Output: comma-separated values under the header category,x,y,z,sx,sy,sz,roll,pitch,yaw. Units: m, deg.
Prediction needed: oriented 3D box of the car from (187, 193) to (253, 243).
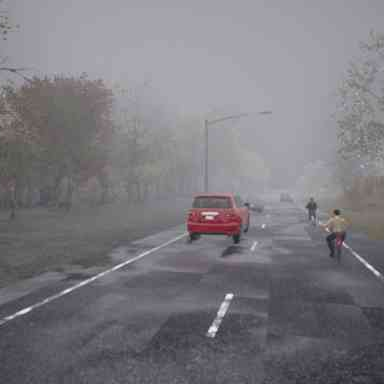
category,x,y,z,sx,sy,sz,roll,pitch,yaw
car,1.392,1.072,15.575,2.150,2.045,5.566,0,1,15

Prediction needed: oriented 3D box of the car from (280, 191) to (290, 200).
category,x,y,z,sx,sy,sz,roll,pitch,yaw
car,19.952,0.684,71.480,2.097,1.767,4.553,0,1,15

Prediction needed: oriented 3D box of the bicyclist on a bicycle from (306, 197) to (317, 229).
category,x,y,z,sx,sy,sz,roll,pitch,yaw
bicyclist on a bicycle,6.852,1.189,19.055,0.659,1.776,1.843,0,1,15

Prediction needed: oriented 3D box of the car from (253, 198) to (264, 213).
category,x,y,z,sx,sy,sz,roll,pitch,yaw
car,6.045,1.252,32.871,1.994,1.385,4.181,0,1,15

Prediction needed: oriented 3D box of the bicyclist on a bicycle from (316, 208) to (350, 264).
category,x,y,z,sx,sy,sz,roll,pitch,yaw
bicyclist on a bicycle,4.476,1.338,10.325,0.866,1.612,1.509,0,1,15

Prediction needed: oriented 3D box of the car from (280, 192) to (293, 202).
category,x,y,z,sx,sy,sz,roll,pitch,yaw
car,16.069,1.029,56.654,1.994,1.385,4.181,0,0,15
